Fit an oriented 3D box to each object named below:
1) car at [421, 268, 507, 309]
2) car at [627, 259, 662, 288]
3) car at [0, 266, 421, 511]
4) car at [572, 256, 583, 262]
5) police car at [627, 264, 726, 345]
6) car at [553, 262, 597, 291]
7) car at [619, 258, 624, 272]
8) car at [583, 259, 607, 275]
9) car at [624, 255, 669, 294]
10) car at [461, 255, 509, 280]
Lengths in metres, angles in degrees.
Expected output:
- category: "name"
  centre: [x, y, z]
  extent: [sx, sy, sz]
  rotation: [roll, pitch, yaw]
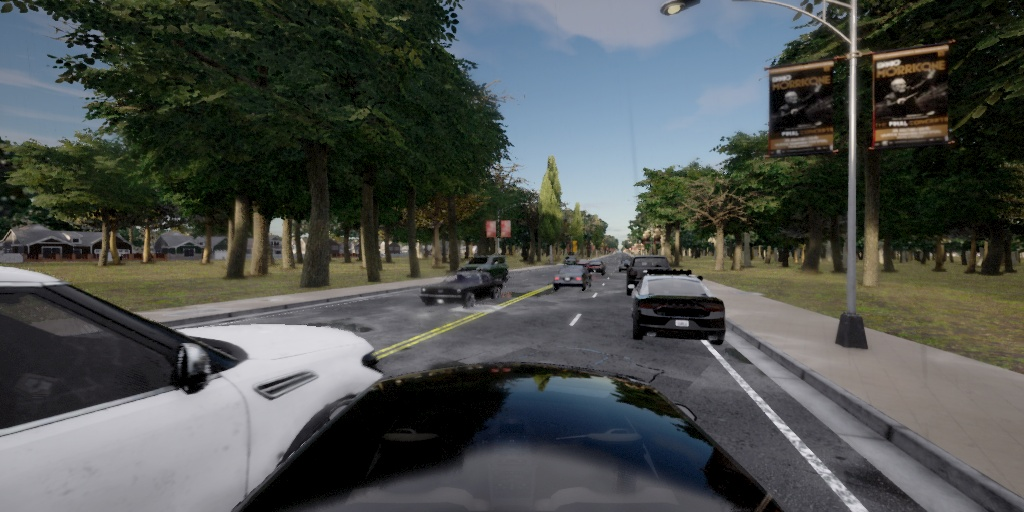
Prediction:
- category: "car"
  centre: [-1.961, 1.348, 15.218]
  extent: [1.895, 1.301, 4.718]
  rotation: [0, 0, 18]
- category: "car"
  centre: [9.077, 1.099, 24.920]
  extent: [2.097, 1.767, 4.553]
  rotation: [0, 0, 18]
- category: "car"
  centre: [-2.795, 0.969, 1.220]
  extent: [2.150, 2.045, 5.566]
  rotation: [0, 0, 18]
- category: "car"
  centre: [11.130, 1.236, 56.302]
  extent: [1.882, 1.535, 5.008]
  rotation: [0, 0, 18]
- category: "police car"
  centre: [4.267, 1.173, 9.805]
  extent: [1.930, 1.638, 5.238]
  rotation: [0, 0, 18]
- category: "car"
  centre: [3.789, 1.295, 21.895]
  extent: [2.033, 1.411, 5.357]
  rotation: [0, 0, 18]
- category: "car"
  centre: [14.607, 1.318, 45.440]
  extent: [1.994, 1.385, 4.181]
  rotation: [0, 0, 19]
- category: "car"
  centre: [9.111, 1.256, 38.622]
  extent: [1.837, 1.490, 4.892]
  rotation: [0, 0, 18]
- category: "car"
  centre: [7.277, 0.971, 19.257]
  extent: [2.150, 2.045, 5.566]
  rotation: [0, 0, 18]
- category: "car"
  centre: [-1.899, 0.969, 26.127]
  extent: [2.150, 2.045, 5.566]
  rotation: [0, 0, 18]
